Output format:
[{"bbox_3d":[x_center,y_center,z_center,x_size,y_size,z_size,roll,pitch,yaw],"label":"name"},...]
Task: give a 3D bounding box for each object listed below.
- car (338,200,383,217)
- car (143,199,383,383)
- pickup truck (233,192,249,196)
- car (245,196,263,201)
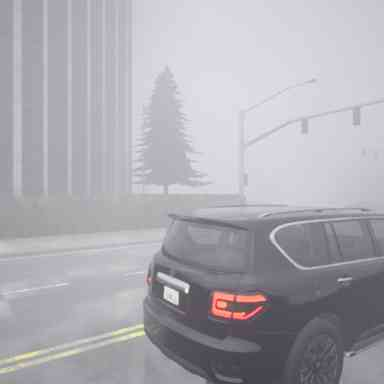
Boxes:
[{"bbox_3d":[16.737,1.486,31.579,1.837,1.490,4.892,0,-1,-36],"label":"car"},{"bbox_3d":[1.978,1.219,5.154,5.566,2.045,2.150,0,0,-35],"label":"car"},{"bbox_3d":[10.149,1.037,68.759,2.390,2.098,6.274,0,0,-5],"label":"pickup truck"},{"bbox_3d":[8.288,1.549,43.175,1.994,1.385,4.181,0,0,-36],"label":"car"}]
